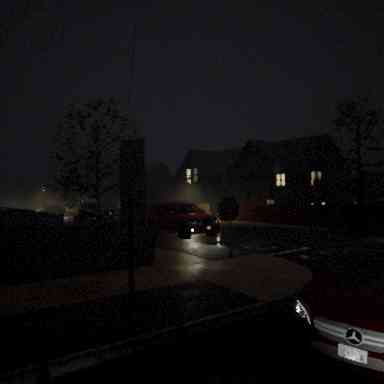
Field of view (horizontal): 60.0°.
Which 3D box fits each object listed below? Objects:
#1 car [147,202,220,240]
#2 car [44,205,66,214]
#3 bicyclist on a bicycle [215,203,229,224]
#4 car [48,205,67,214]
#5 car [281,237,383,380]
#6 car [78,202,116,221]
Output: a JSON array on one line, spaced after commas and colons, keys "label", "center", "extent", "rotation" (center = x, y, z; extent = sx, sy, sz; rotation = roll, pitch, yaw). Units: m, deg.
[{"label": "car", "center": [-0.694, 1.627, 20.115], "extent": [2.150, 2.045, 5.566], "rotation": [-1, -1, -35]}, {"label": "car", "center": [-19.315, 2.690, 46.276], "extent": [1.837, 1.490, 4.892], "rotation": [-1, -1, -36]}, {"label": "bicyclist on a bicycle", "center": [2.294, 1.705, 25.991], "extent": [1.656, 1.620, 0.582], "rotation": [-1, 0, -36]}, {"label": "car", "center": [-22.568, 2.884, 55.701], "extent": [1.812, 1.442, 4.674], "rotation": [-1, -1, -36]}, {"label": "car", "center": [3.186, 1.542, 5.520], "extent": [1.812, 1.442, 4.674], "rotation": [2, 1, 37]}, {"label": "car", "center": [-9.302, 1.981, 32.133], "extent": [2.150, 2.045, 5.566], "rotation": [-1, -1, -36]}]
